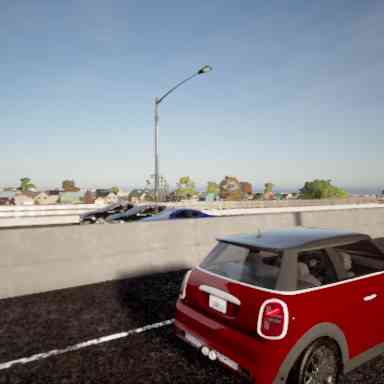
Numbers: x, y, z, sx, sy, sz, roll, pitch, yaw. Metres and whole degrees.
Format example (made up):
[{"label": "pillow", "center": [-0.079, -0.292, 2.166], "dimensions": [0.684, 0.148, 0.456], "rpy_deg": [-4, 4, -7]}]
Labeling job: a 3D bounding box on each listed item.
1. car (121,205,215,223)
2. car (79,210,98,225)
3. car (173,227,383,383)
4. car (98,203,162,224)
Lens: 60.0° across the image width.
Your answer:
[{"label": "car", "center": [-0.811, 1.511, 16.286], "dimensions": [4.674, 1.442, 1.812], "rpy_deg": [0, 0, -35]}, {"label": "car", "center": [-4.885, 1.488, 21.963], "dimensions": [4.892, 1.490, 1.837], "rpy_deg": [0, 0, -35]}, {"label": "car", "center": [2.037, 1.346, 5.178], "dimensions": [4.553, 1.767, 2.097], "rpy_deg": [0, 0, -35]}, {"label": "car", "center": [-2.584, 1.489, 19.302], "dimensions": [4.892, 1.490, 1.837], "rpy_deg": [0, 0, -35]}]
